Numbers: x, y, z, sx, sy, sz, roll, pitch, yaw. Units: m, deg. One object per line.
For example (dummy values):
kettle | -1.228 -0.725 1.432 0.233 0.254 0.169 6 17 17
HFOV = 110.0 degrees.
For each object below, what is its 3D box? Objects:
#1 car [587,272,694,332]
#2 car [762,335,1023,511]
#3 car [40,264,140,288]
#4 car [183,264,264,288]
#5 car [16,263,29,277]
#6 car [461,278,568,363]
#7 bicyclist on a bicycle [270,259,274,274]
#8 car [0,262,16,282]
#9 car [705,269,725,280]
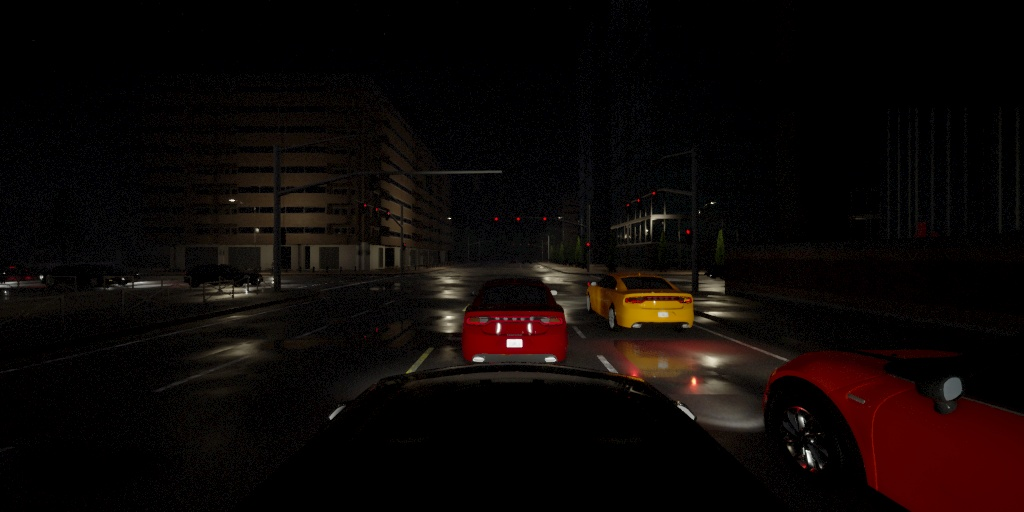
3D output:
car | 3.579 1.228 10.918 1.882 1.535 5.008 0 0 0
car | 3.600 1.102 1.772 2.097 1.767 4.553 0 0 0
car | -28.665 1.310 24.210 4.892 1.490 1.837 0 0 0
car | -19.425 1.331 24.192 4.674 1.442 1.812 0 0 0
car | -50.342 1.297 34.947 4.902 1.511 2.128 0 0 1
car | 0.060 1.228 8.144 1.882 1.535 5.008 0 0 0
bicyclist on a bicycle | -25.531 1.106 38.680 0.582 1.620 1.656 0 0 0
car | -42.245 1.331 27.780 4.674 1.442 1.812 0 0 0
car | 19.527 1.406 31.220 4.718 1.301 1.895 0 0 0
